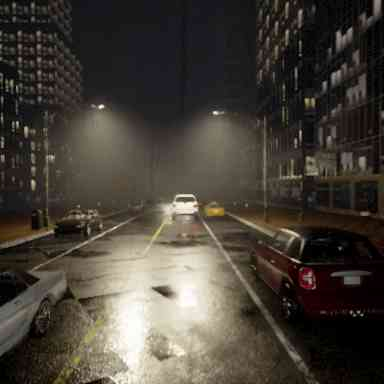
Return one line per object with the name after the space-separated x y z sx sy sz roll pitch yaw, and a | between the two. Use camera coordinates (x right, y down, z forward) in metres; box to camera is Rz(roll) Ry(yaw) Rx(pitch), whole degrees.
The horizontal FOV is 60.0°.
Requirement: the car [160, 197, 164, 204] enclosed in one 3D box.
-7.369 1.835 68.913 1.802 1.307 4.206 -1 0 -1 | car

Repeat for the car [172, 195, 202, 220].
-0.590 1.301 29.000 2.150 2.045 5.566 0 -1 -1 | car

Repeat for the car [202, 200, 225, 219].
1.967 1.596 29.927 1.752 1.417 4.829 -1 0 -1 | car

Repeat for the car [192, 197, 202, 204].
1.003 1.731 69.288 1.752 1.417 4.829 -2 0 -1 | car

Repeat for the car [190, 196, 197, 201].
0.458 1.873 91.612 1.802 1.307 4.206 -2 0 -1 | car

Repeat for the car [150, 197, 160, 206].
-7.095 1.757 57.667 1.887 1.381 4.507 -1 0 -1 | car

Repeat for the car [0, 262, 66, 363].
-3.171 1.629 3.821 1.895 1.301 4.718 0 0 -1 | car

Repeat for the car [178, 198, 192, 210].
-1.014 1.616 46.332 1.882 1.535 5.008 0 -1 -1 | car

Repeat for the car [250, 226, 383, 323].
2.520 1.445 7.263 1.967 1.590 4.097 -1 0 -1 | car

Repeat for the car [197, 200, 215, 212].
1.697 1.672 41.002 1.947 1.339 4.313 -1 0 -1 | car

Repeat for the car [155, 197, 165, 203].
-7.645 1.845 80.160 2.008 1.369 4.403 -1 0 -1 | car

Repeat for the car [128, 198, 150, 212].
-6.684 1.594 40.797 1.967 1.590 4.097 -1 0 -1 | car

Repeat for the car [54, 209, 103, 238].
-6.130 1.635 18.304 2.008 1.369 4.403 -1 0 -1 | car
